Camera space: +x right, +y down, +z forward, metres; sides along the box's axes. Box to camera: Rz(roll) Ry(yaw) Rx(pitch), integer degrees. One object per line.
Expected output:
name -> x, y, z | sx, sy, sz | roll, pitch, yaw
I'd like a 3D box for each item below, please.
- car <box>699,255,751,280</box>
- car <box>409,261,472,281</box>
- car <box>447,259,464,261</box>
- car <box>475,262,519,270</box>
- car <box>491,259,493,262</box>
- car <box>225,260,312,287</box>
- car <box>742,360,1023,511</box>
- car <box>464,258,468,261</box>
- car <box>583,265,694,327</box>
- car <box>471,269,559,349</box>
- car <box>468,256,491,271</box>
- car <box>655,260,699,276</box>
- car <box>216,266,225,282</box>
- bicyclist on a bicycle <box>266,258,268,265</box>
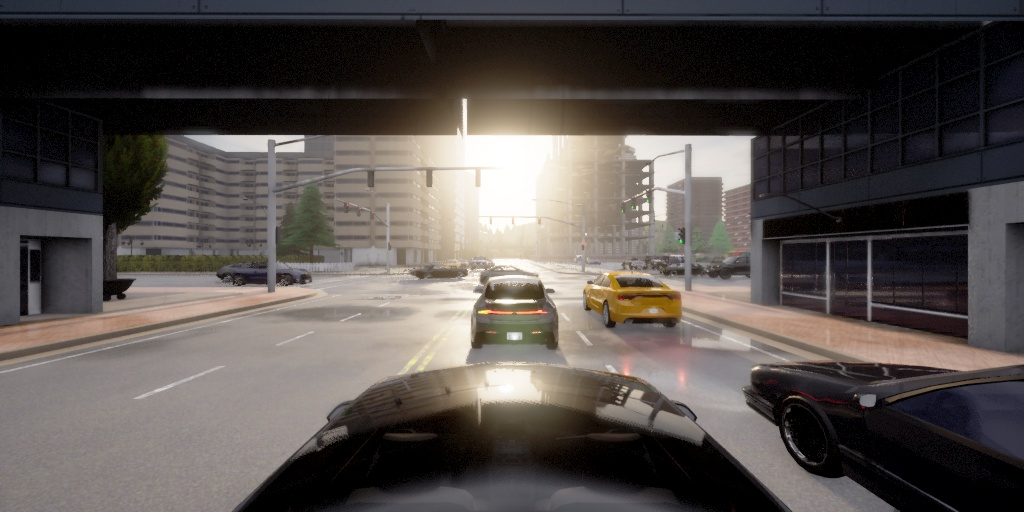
car -> 19.904, 0.971, 31.375 | 5.566, 2.045, 2.150 | 0, 0, 1
car -> -6.134, 1.351, 30.288 | 4.718, 1.301, 1.895 | 0, 0, -33
car -> -7.990, 1.228, 47.676 | 1.882, 1.535, 5.008 | 0, 0, 0
car -> -0.129, 1.314, 24.176 | 4.181, 1.385, 1.994 | 0, 0, -1
car -> -4.550, 1.241, 60.299 | 2.128, 1.511, 4.902 | 0, 0, 0
car -> -15.941, 1.102, 23.992 | 4.553, 1.767, 2.097 | 0, 0, -1
car -> 3.600, 1.297, 1.687 | 2.033, 1.411, 5.357 | 0, 0, 0
car -> -8.041, 1.228, 57.249 | 1.882, 1.535, 5.008 | 0, 0, 0
car -> 3.578, 1.228, 11.513 | 1.882, 1.535, 5.008 | 0, 0, 0
car -> 0.066, 1.255, 9.143 | 1.837, 1.490, 4.892 | 0, 0, 0
car -> -4.506, 0.971, 50.558 | 2.150, 2.045, 5.566 | 0, 0, 0
car -> 16.892, 1.351, 34.914 | 4.718, 1.301, 1.895 | 0, 0, 0
car -> -19.767, 1.241, 27.455 | 4.902, 1.511, 2.128 | 0, 0, -1
bicyclist on a bicycle -> -25.995, 1.051, 38.409 | 0.582, 1.620, 1.656 | 0, 0, 0
